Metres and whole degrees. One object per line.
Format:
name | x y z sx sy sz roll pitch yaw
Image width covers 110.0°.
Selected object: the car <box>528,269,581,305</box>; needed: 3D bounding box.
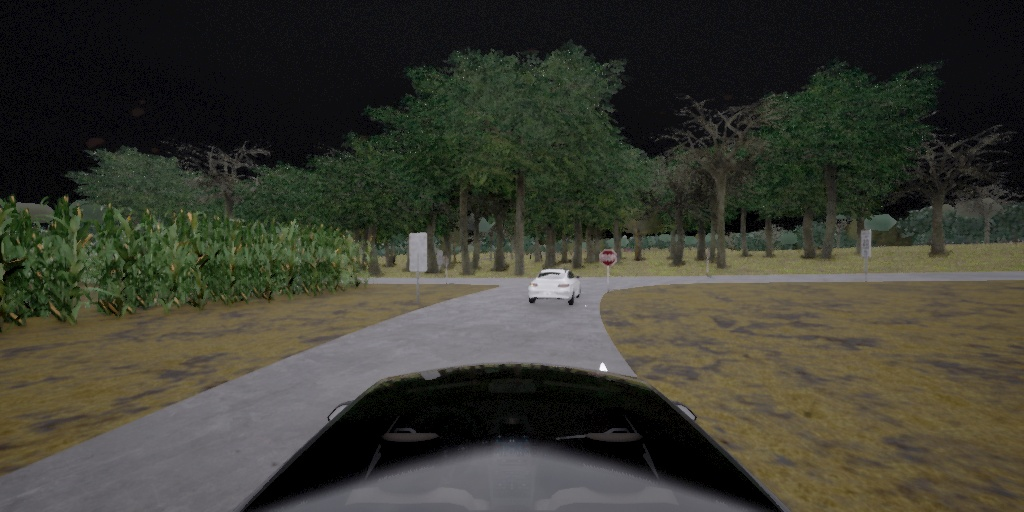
car | 1.968 1.275 15.925 1.812 1.442 4.674 0 0 16
